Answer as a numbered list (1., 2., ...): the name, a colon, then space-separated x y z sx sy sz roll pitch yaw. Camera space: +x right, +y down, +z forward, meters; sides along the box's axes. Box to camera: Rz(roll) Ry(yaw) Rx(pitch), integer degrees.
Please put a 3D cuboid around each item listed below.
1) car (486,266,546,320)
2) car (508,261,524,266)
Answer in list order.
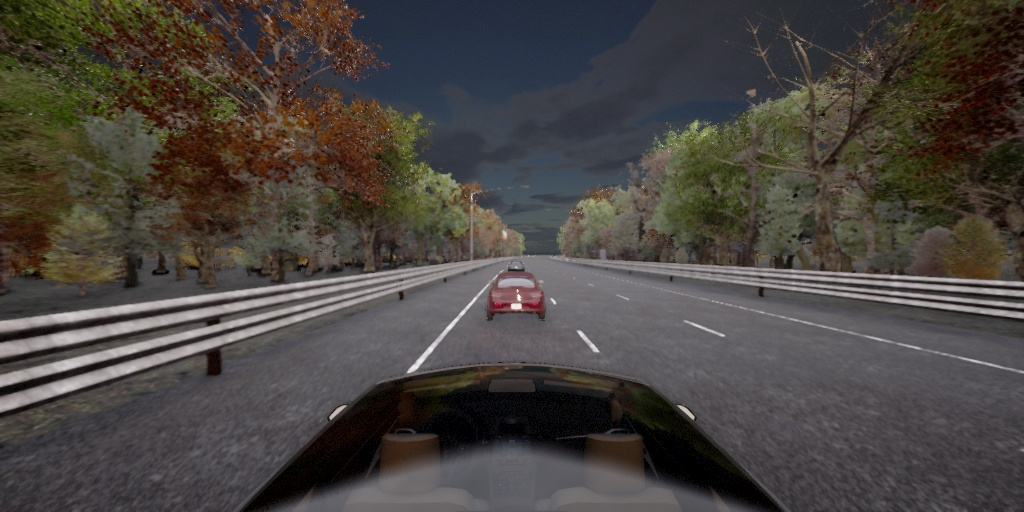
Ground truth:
1. car: 0.137 1.259 12.442 1.812 1.442 4.674 0 0 0
2. car: 0.515 1.250 42.643 1.994 1.385 4.181 0 0 1
